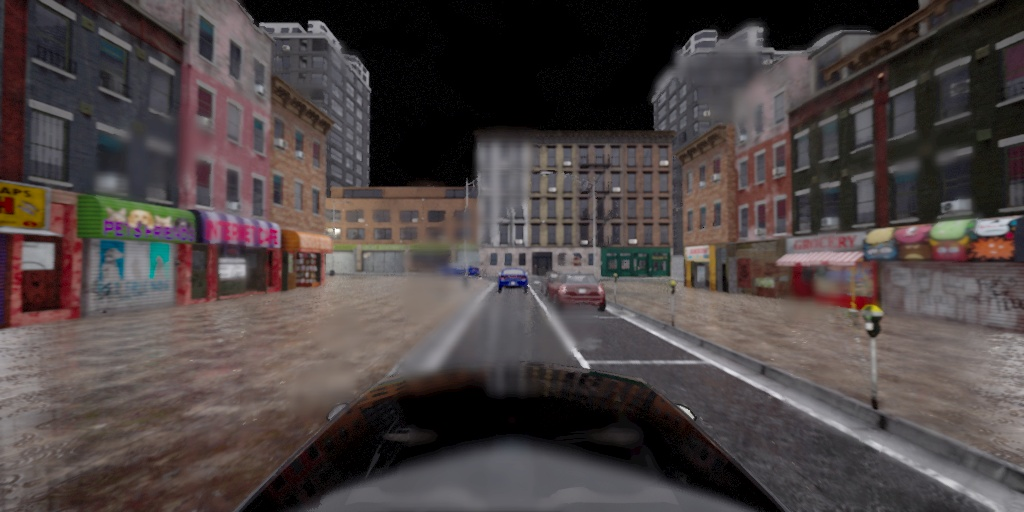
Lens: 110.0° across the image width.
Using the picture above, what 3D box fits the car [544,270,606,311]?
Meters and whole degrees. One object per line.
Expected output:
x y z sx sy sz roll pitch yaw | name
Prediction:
2.640 1.361 15.395 1.967 1.591 4.097 0 0 0 | car

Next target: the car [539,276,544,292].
2.641 1.542 20.898 2.007 1.370 4.403 0 0 0 | car

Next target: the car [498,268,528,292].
0.079 1.508 23.979 1.882 1.535 5.008 0 -1 0 | car

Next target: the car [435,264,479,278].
-6.172 1.626 40.069 5.008 1.535 1.882 1 -3 14 | car
